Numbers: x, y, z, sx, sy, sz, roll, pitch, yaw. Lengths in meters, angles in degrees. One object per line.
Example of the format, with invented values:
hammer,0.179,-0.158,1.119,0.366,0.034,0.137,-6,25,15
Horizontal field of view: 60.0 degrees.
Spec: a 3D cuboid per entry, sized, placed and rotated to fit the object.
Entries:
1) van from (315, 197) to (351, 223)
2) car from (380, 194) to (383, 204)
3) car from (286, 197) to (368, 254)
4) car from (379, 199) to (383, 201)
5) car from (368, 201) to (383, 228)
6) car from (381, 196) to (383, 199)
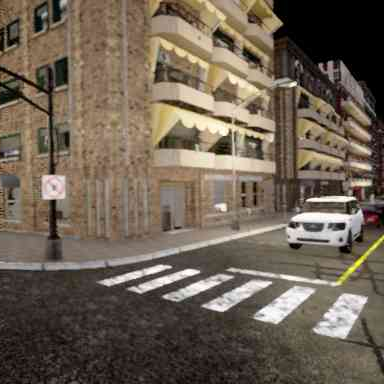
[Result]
van,11.054,1.361,25.983,1.690,1.788,3.998,-2,-1,35
car,36.731,1.270,62.110,2.192,1.841,5.009,-2,-1,35
car,5.825,1.233,14.166,2.150,2.045,5.566,-1,0,34
car,17.391,1.584,30.378,1.895,1.301,4.718,-1,0,36
car,11.578,1.561,22.214,1.994,1.385,4.181,-1,0,35
car,33.528,1.546,57.591,1.802,1.307,4.206,-2,-1,35
